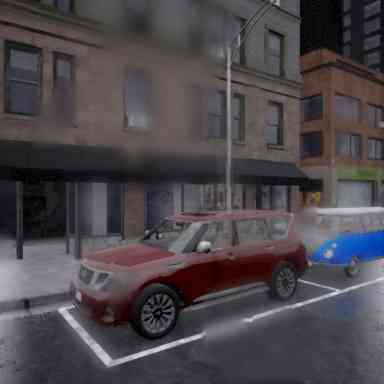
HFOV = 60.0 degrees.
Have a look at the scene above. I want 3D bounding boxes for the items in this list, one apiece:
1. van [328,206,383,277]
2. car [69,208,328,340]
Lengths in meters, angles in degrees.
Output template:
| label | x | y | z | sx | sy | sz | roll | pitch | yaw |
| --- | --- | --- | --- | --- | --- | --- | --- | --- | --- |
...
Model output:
| label | x | y | z | sx | sy | sz | roll | pitch | yaw |
| --- | --- | --- | --- | --- | --- | --- | --- | --- | --- |
| van | 4.732 | 1.339 | 9.909 | 3.998 | 1.788 | 1.690 | 0 | 0 | -36 |
| car | 0.253 | 1.314 | 6.715 | 5.009 | 1.841 | 2.192 | 0 | 0 | -35 |
